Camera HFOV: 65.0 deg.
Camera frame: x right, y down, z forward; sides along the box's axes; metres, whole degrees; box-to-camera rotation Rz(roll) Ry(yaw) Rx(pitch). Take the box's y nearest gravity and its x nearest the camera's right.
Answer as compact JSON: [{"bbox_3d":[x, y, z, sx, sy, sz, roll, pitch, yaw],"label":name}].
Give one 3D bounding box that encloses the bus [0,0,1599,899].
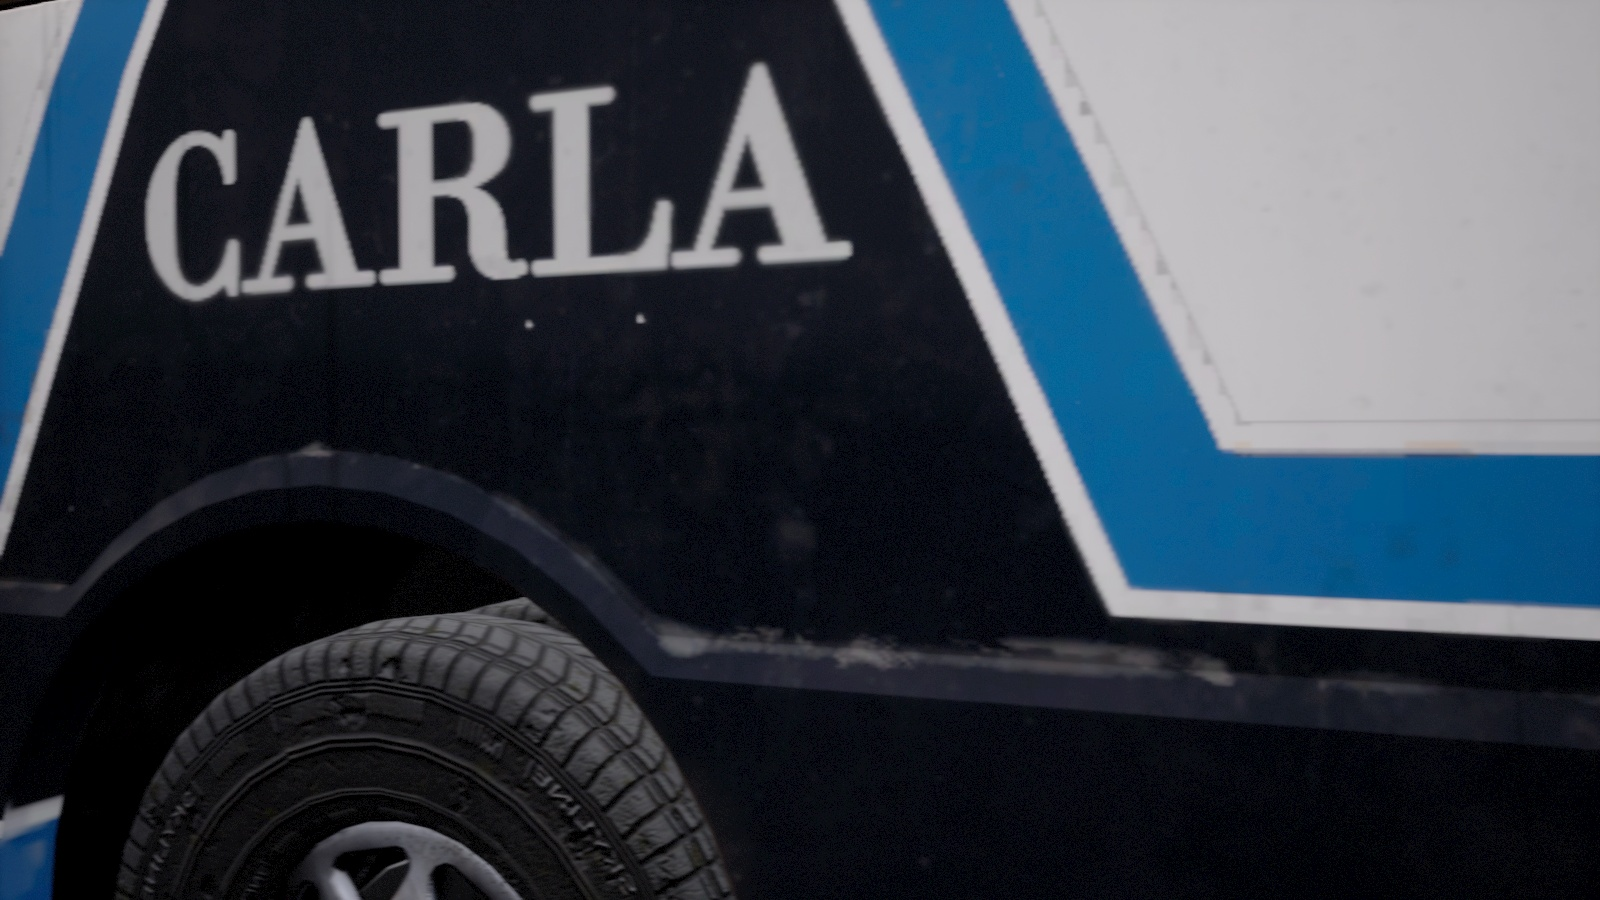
[{"bbox_3d":[-2.616,-0.629,4.291,10.273,4.253,3.944,1,1,21],"label":"bus"}]
